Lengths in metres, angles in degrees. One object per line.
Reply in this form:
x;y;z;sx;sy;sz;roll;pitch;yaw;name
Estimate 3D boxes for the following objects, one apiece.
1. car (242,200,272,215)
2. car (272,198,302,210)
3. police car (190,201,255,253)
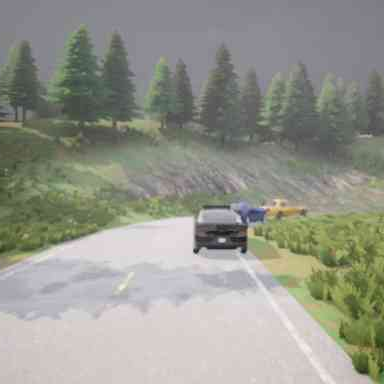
3.227;1.283;21.211;1.882;1.535;5.008;0;1;32;car
6.751;1.224;25.170;5.366;1.575;1.801;0;1;-39;car
0.959;1.304;13.158;1.930;1.638;5.238;0;1;0;police car
